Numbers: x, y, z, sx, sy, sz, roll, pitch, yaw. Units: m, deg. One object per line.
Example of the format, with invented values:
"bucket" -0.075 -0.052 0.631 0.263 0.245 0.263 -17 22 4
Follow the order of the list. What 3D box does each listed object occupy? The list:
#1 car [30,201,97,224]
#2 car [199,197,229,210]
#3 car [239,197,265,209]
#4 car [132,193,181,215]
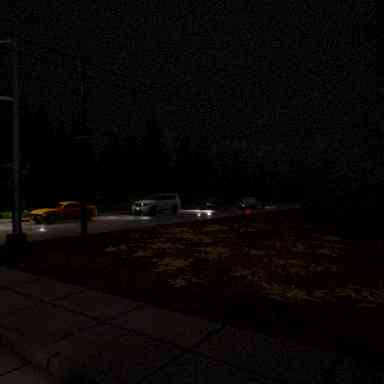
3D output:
"car" -9.542 1.484 25.007 1.882 1.535 5.008 0 0 37
"car" 2.799 1.403 41.602 1.837 1.490 4.892 0 0 37
"car" 7.557 1.399 41.836 1.812 1.442 4.674 0 0 37
"car" -3.425 1.174 33.246 2.150 2.045 5.566 0 0 36
